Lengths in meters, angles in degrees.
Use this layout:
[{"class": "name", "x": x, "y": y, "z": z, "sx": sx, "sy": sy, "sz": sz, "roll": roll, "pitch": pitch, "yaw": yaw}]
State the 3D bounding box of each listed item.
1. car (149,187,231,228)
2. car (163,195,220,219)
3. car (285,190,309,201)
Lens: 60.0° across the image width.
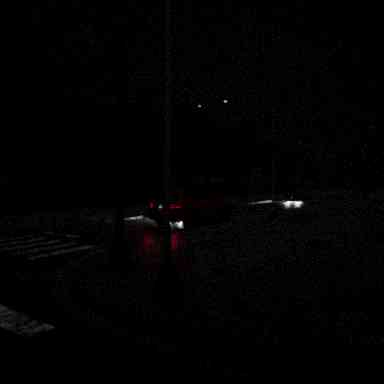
[{"class": "car", "x": 0.058, "y": 0.753, "z": 18.495, "sx": 2.150, "sy": 2.045, "sz": 5.566, "roll": 1, "pitch": 2, "yaw": 37}, {"class": "car", "x": 0.062, "y": 0.967, "z": 23.423, "sx": 1.994, "sy": 1.385, "sz": 4.181, "roll": 1, "pitch": 2, "yaw": 36}, {"class": "car", "x": 13.214, "y": 0.410, "z": 41.793, "sx": 1.994, "sy": 1.385, "sz": 4.181, "roll": 1, "pitch": 2, "yaw": 36}]
